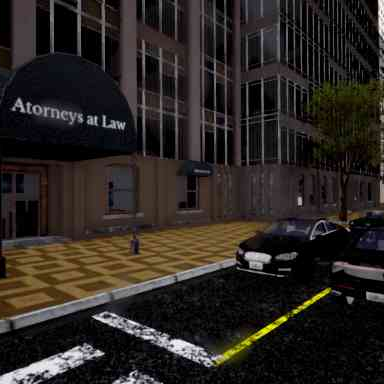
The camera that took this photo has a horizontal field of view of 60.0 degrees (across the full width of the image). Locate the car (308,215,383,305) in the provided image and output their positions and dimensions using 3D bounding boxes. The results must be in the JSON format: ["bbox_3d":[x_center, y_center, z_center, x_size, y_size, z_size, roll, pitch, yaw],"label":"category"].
[{"bbox_3d":[4.587,1.496,7.231,2.128,1.511,4.902,-1,0,41],"label":"car"}]

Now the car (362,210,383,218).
[{"bbox_3d":[9.936,1.636,17.696,1.895,1.301,4.718,-1,-1,41],"label":"car"}]

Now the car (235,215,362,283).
[{"bbox_3d":[3.172,1.523,9.945,2.128,1.511,4.902,-1,0,41],"label":"car"}]
